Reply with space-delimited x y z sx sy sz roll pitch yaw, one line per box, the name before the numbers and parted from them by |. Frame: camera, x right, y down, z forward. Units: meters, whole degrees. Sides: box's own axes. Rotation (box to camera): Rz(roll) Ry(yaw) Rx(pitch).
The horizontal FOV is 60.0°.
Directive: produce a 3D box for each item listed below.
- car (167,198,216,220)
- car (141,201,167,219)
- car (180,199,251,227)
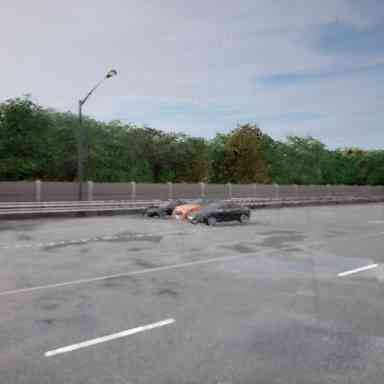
car | 0.740 1.284 26.091 4.553 1.767 2.097 0 0 -36
car | -1.658 1.482 28.698 5.357 1.411 2.033 0 0 -37
car | 1.895 1.442 22.594 4.892 1.490 1.837 0 0 -36
